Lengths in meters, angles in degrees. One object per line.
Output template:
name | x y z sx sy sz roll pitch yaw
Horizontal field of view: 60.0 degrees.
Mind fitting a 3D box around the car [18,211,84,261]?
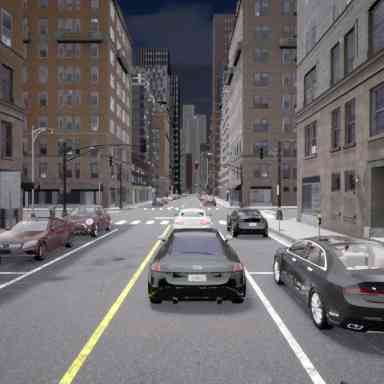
car | -5.661 1.582 12.227 1.802 1.307 4.206 0 0 0

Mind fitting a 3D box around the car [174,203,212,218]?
car | 0.047 1.526 16.943 1.812 1.442 4.674 0 0 1

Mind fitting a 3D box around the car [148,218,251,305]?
car | 0.088 1.564 8.184 1.994 1.385 4.181 0 0 0

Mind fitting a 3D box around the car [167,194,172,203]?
car | -5.566 1.606 65.648 2.008 1.369 4.403 0 0 0

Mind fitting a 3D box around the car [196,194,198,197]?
car | 3.026 1.457 92.675 2.192 1.841 5.009 0 0 0

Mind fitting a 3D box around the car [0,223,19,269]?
car | -5.665 1.566 6.725 1.947 1.339 4.313 0 0 0

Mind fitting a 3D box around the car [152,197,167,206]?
car | -5.594 1.618 54.831 1.802 1.307 4.206 0 0 0

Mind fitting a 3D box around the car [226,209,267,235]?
car | 2.869 1.567 17.721 1.947 1.339 4.313 0 0 0

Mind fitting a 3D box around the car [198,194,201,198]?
car | 2.986 1.524 76.447 1.967 1.590 4.097 0 0 0

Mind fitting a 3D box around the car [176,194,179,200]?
car | -5.498 1.457 92.691 2.192 1.841 5.009 0 0 0

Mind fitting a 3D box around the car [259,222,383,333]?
car | 2.860 1.551 6.719 2.008 1.369 4.403 0 0 0

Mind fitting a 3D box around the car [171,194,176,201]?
car | -5.525 1.626 81.703 1.752 1.417 4.829 0 0 0

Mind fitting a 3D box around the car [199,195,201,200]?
car | 2.959 1.607 65.629 2.008 1.369 4.403 0 0 0

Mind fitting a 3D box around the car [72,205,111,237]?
car | -5.657 1.441 17.728 1.967 1.590 4.097 0 0 0

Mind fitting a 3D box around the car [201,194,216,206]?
car | 2.930 1.476 54.812 1.967 1.590 4.097 0 0 0
